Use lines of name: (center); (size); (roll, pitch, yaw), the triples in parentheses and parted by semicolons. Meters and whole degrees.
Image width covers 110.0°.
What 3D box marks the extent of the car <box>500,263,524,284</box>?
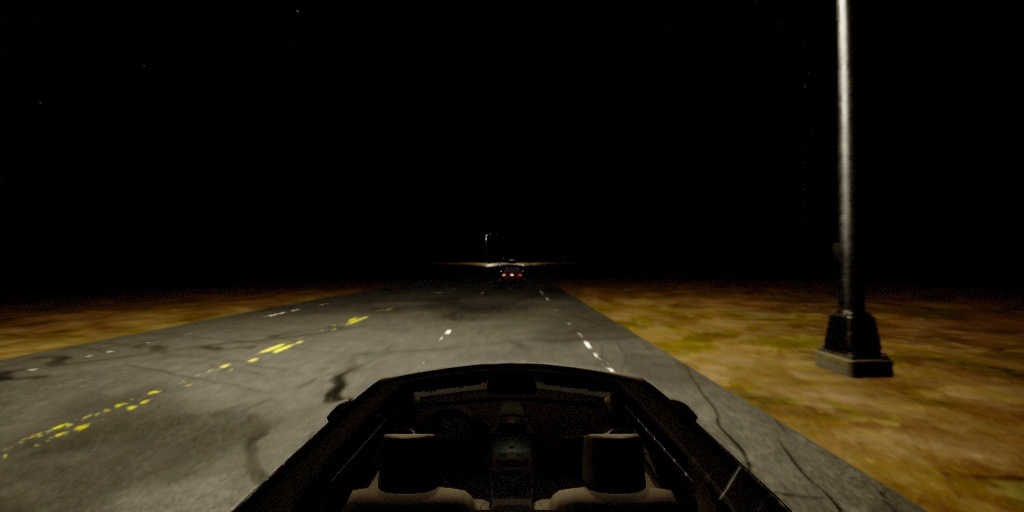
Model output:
car: (0.000, 1.524, 30.173); (2.033, 1.411, 5.357); (0, 0, 0)
